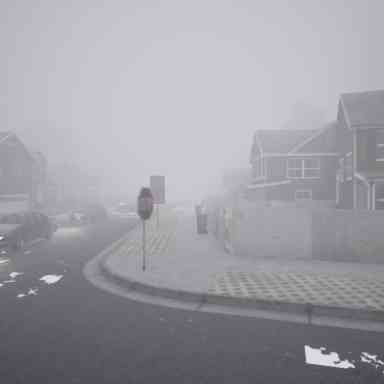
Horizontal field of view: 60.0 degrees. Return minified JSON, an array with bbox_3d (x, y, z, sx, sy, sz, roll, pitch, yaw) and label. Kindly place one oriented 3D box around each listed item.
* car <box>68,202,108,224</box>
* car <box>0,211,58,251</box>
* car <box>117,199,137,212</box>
[{"bbox_3d":[-7.686,1.500,25.009,2.128,1.511,4.902,-1,0,1],"label":"car"},{"bbox_3d":[-7.613,1.568,14.528,2.033,1.411,5.357,-1,0,-1],"label":"car"},{"bbox_3d":[-7.289,1.516,38.404,1.812,1.442,4.674,-1,0,3],"label":"car"}]
